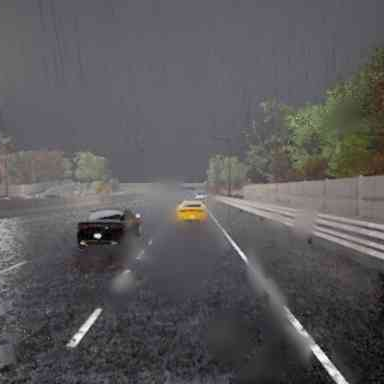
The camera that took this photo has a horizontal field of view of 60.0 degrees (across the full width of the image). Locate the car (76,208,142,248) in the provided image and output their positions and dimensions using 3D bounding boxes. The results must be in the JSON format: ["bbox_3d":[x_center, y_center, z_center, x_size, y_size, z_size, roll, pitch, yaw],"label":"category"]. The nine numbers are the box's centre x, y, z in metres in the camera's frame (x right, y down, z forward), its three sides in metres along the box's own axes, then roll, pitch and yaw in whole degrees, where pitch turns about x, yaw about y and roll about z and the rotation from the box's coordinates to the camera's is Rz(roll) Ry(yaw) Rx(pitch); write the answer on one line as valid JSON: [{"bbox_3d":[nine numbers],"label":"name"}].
[{"bbox_3d":[-3.391,1.414,14.432,1.882,1.535,5.008,0,0,0],"label":"car"}]

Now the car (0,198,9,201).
[{"bbox_3d":[-24.520,1.417,41.833,1.994,1.385,4.181,0,0,1],"label":"car"}]

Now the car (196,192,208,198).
[{"bbox_3d":[2.599,1.122,85.790,2.150,2.045,5.566,0,-1,14],"label":"car"}]

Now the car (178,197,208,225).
[{"bbox_3d":[0.010,1.382,23.261,1.882,1.535,5.008,0,0,0],"label":"car"}]

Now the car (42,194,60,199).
[{"bbox_3d":[-21.031,1.189,49.417,2.097,1.767,4.553,0,0,1],"label":"car"}]
